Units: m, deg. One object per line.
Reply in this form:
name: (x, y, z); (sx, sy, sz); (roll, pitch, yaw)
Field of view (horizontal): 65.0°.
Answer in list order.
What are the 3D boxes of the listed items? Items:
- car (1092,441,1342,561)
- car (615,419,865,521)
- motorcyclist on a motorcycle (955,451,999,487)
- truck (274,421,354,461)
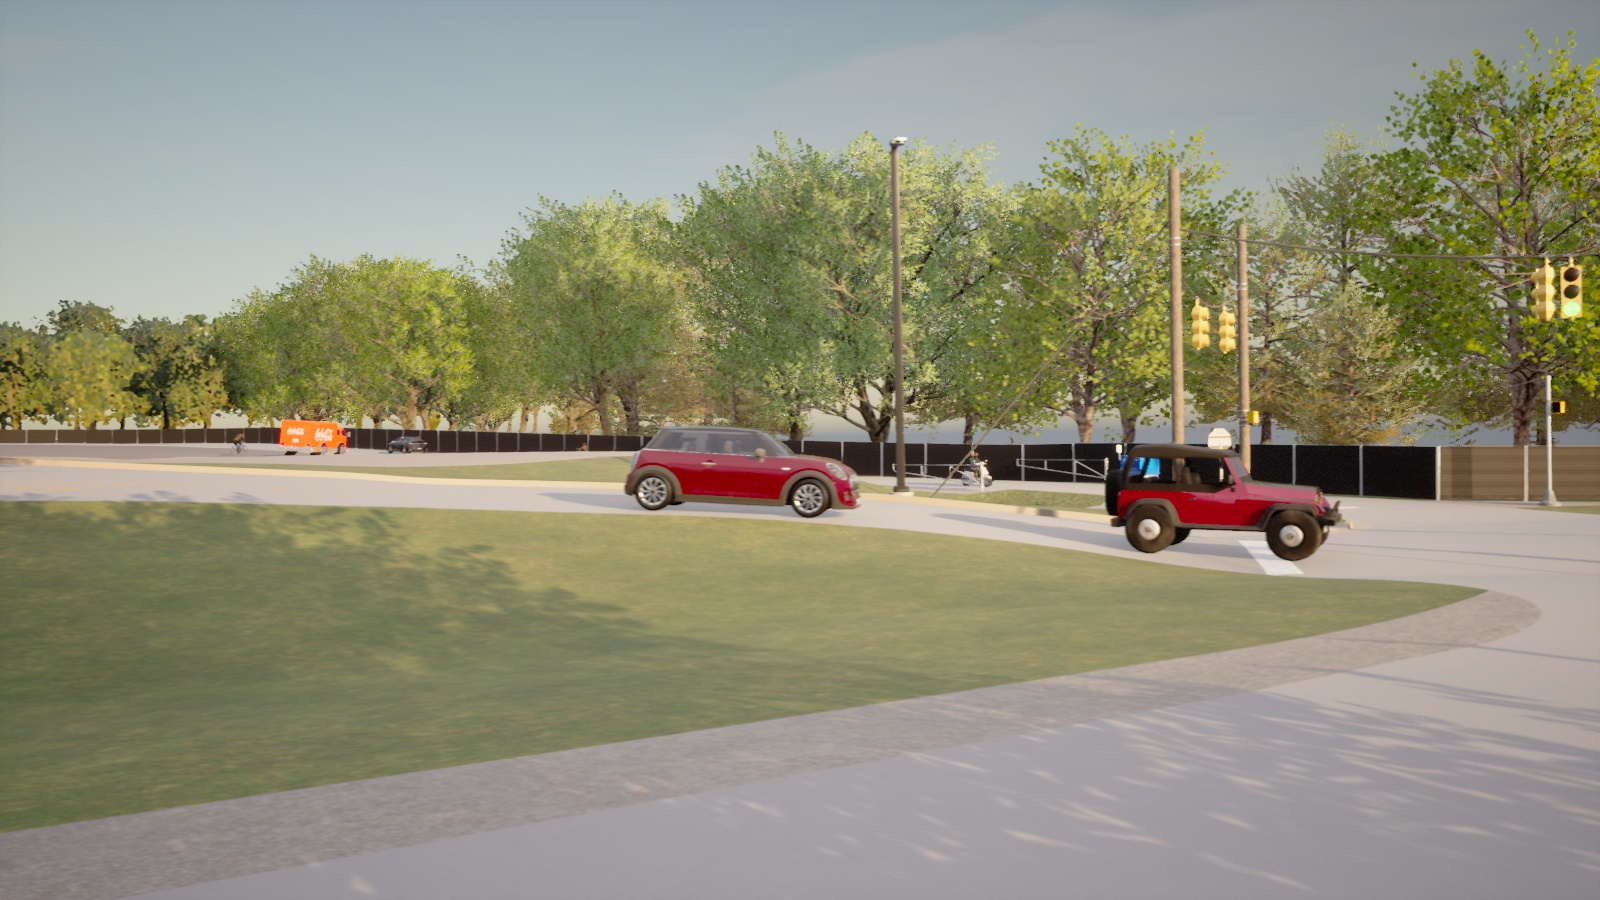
car: (7.256, 0.809, 21.870); (3.866, 1.878, 1.905); (1, 1, 27)
car: (-1.109, 0.341, 24.723); (4.553, 1.767, 2.097); (2, 1, 7)
motorcyclist on a motorcycle: (7.934, 0.841, 56.379); (0.866, 1.590, 1.817); (-2, 2, -37)
truck: (-32.656, -0.565, 84.539); (2.627, 2.467, 5.204); (2, 0, 9)
